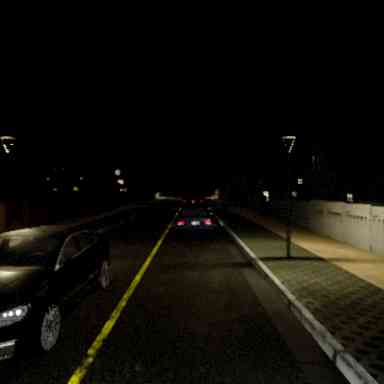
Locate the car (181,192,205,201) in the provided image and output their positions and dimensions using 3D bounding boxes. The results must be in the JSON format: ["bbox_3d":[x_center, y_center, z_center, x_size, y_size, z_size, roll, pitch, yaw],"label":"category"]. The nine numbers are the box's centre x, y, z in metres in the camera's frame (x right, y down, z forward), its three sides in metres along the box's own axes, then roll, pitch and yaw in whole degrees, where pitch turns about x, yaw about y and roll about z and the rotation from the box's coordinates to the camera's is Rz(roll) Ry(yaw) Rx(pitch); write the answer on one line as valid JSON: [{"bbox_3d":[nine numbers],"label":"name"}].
[{"bbox_3d":[0.110,0.983,32.798,2.150,2.045,5.566,0,0,0],"label":"car"}]

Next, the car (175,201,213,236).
[{"bbox_3d":[0.105,1.419,17.315,2.033,1.411,5.357,0,0,0],"label":"car"}]

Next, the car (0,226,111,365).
[{"bbox_3d":[-2.848,1.445,6.084,2.128,1.511,4.902,0,0,0],"label":"car"}]
